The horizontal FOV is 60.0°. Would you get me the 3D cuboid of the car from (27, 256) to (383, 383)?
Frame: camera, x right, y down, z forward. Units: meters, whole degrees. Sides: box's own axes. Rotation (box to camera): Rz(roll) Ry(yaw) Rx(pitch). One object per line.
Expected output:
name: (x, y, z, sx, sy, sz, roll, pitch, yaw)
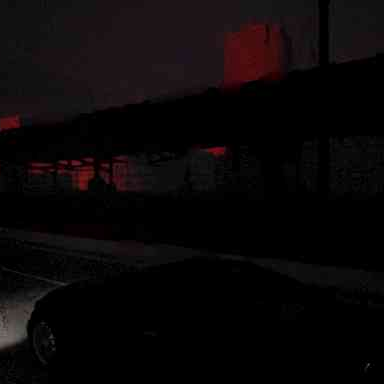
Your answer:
car: (-0.108, 1.548, 4.070, 4.674, 1.442, 1.812, -1, 0, 36)
